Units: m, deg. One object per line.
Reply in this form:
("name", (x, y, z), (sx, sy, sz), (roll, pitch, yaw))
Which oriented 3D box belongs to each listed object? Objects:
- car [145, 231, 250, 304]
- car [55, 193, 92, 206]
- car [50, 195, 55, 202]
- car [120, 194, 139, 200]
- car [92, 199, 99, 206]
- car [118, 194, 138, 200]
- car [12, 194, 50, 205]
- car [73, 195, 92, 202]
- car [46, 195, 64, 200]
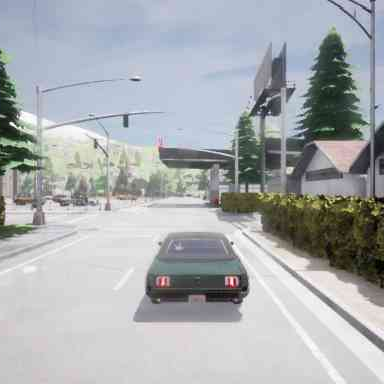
("car", (0.099, 1.601, 8.088), (1.895, 1.301, 4.718), (0, 0, 0))
("car", (-16.751, 1.077, 47.274), (3.866, 1.878, 1.905), (0, 0, 0))
("car", (-23.992, 1.298, 62.979), (4.514, 1.523, 2.007), (0, 0, 0))
("car", (-16.463, 1.339, 87.995), (4.514, 1.523, 2.007), (0, 0, 0))
("car", (-16.158, 1.361, 50.602), (3.806, 1.475, 1.970), (0, 0, 0))
("car", (-16.394, 1.330, 84.859), (5.027, 1.636, 2.152), (0, 0, 0))
("car", (-24.637, 1.097, 50.518), (4.605, 1.855, 1.932), (0, 0, 0))
("car", (-24.004, 1.319, 72.971), (3.633, 1.501, 1.845), (0, 0, 0))
("car", (-35.060, 1.384, 84.905), (3.806, 1.475, 1.970), (0, 0, 0))
